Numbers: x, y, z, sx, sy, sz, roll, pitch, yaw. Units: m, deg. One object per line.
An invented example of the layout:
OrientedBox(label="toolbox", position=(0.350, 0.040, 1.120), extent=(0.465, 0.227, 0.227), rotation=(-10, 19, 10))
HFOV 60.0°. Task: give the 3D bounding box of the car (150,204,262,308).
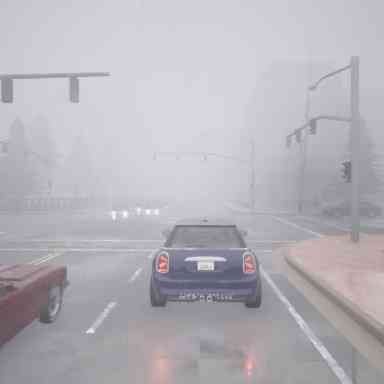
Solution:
OrientedBox(label="car", position=(0.309, 1.352, 8.114), extent=(2.097, 1.767, 4.553), rotation=(0, 0, 2))

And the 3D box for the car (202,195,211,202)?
OrientedBox(label="car", position=(3.107, 1.549, 73.642), extent=(1.994, 1.385, 4.181), rotation=(0, 0, 2))

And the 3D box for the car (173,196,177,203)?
OrientedBox(label="car", position=(-4.136, 1.477, 67.828), extent=(1.882, 1.535, 5.008), rotation=(0, 0, 3))

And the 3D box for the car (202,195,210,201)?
OrientedBox(label="car", position=(3.439, 1.475, 82.346), extent=(1.882, 1.535, 5.008), rotation=(0, 0, 2))

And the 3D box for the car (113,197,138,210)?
OrientedBox(label="car", position=(-8.687, 1.601, 42.557), extent=(1.895, 1.301, 4.718), rotation=(0, 0, 2))

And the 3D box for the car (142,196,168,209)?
OrientedBox(label="car", position=(-5.059, 1.491, 45.823), extent=(2.128, 1.511, 4.902), rotation=(0, 0, 2))

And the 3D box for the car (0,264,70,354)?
OrientedBox(label="car", position=(-3.305, 1.601, 4.241), extent=(1.895, 1.301, 4.718), rotation=(0, 0, 2))

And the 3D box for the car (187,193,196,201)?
OrientedBox(label="car", position=(-0.058, 1.223, 82.510), extent=(2.150, 2.045, 5.566), rotation=(0, 0, 2))

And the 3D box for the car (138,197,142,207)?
OrientedBox(label="car", position=(-8.325, 1.491, 51.862), extent=(2.128, 1.511, 4.902), rotation=(0, 0, 2))

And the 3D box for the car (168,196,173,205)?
OrientedBox(label="car", position=(-4.691, 1.478, 55.182), extent=(1.882, 1.535, 5.008), rotation=(0, 0, 2))

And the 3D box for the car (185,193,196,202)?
OrientedBox(label="car", position=(-0.429, 1.520, 72.779), extent=(1.812, 1.442, 4.674), rotation=(0, 0, 2))

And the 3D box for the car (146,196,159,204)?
OrientedBox(label="car", position=(-7.748, 1.506, 65.521), extent=(1.837, 1.490, 4.892), rotation=(0, 0, 3))

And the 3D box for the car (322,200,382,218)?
OrientedBox(label="car", position=(14.128, 1.505, 29.533), extent=(4.892, 1.490, 1.837), rotation=(0, 0, 4))
